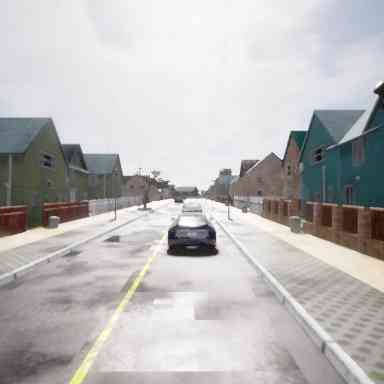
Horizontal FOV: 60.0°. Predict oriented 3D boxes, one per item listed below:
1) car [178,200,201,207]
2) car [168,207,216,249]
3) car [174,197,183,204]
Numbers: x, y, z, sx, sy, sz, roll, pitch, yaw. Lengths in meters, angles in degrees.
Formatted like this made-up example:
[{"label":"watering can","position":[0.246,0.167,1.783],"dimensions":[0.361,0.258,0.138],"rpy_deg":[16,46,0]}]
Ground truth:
[{"label":"car","position":[-0.001,1.668,29.711],"dimensions":[1.895,1.301,4.718],"rpy_deg":[0,0,0]},{"label":"car","position":[0.000,1.591,14.665],"dimensions":[1.994,1.385,4.181],"rpy_deg":[0,0,0]},{"label":"car","position":[-2.751,1.790,69.796],"dimensions":[1.895,1.301,4.718],"rpy_deg":[0,0,0]}]
